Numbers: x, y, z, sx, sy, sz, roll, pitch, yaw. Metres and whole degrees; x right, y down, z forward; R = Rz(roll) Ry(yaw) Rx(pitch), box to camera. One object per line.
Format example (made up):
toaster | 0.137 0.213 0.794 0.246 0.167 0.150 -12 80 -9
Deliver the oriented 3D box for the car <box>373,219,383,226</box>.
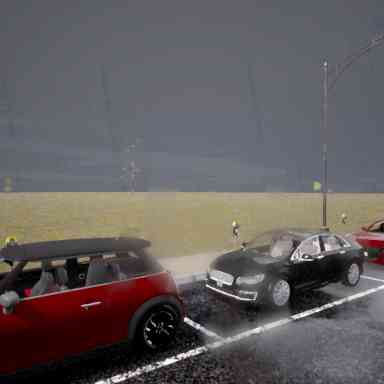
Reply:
car | 6.821 1.548 10.969 4.507 1.381 1.887 0 1 -36

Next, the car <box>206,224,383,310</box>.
car | 2.317 1.552 7.749 4.403 1.369 2.008 0 1 -36

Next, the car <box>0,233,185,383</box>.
car | -2.186 1.440 4.528 4.097 1.590 1.967 0 1 -36
